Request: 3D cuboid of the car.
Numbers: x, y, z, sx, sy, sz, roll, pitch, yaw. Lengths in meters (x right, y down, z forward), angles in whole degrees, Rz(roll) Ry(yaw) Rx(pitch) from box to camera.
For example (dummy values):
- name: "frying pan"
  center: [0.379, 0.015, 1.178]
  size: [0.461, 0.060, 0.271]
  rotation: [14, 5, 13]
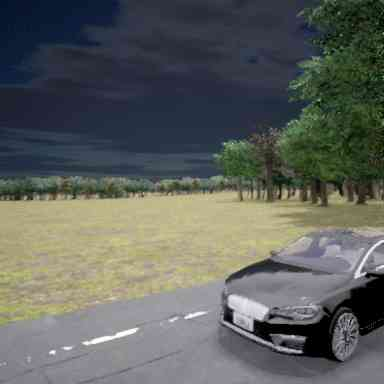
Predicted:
- name: "car"
  center: [2.679, 1.468, 5.907]
  size: [4.902, 1.511, 2.128]
  rotation: [0, 0, -36]
